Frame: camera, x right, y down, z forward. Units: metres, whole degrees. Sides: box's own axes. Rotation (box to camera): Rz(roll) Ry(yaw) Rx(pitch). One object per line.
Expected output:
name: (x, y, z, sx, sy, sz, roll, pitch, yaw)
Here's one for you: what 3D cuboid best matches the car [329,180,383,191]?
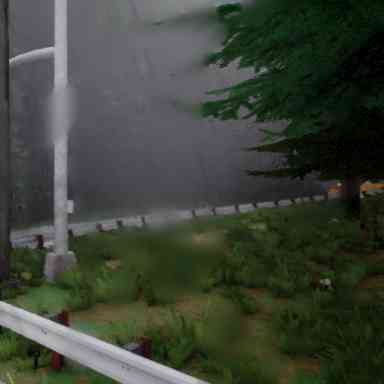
car: (14.054, -0.301, 27.936, 5.008, 1.535, 1.882, -5, 0, -8)
